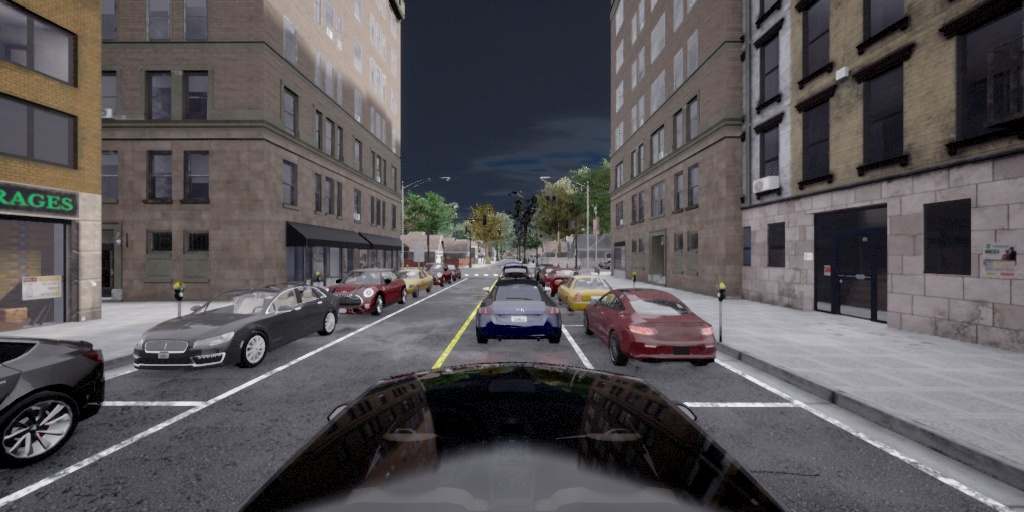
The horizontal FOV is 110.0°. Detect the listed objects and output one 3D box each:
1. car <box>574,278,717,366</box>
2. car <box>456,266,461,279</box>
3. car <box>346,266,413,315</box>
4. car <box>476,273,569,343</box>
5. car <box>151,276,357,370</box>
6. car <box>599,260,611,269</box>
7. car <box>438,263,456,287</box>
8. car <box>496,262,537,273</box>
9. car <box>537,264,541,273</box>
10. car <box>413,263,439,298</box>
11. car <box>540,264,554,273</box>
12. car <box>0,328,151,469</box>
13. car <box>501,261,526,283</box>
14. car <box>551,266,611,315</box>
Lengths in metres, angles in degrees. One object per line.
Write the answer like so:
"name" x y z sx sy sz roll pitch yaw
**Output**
"car" 2.661 1.332 7.676 1.802 1.307 4.207 0 0 0
"car" -5.247 1.342 29.790 1.802 1.307 4.207 0 0 0
"car" -5.334 1.192 13.233 1.967 1.591 4.097 0 0 0
"car" 0.140 1.315 9.651 1.994 1.385 4.181 0 0 0
"car" -5.364 1.300 7.715 2.007 1.370 4.403 0 0 0
"car" 14.987 1.166 49.404 4.902 1.511 2.128 0 0 0
"car" -5.276 1.197 24.271 1.967 1.591 4.097 0 0 0
"car" 0.186 1.260 19.636 1.837 1.490 4.892 0 0 0
"car" 2.749 1.339 24.230 1.802 1.307 4.207 0 0 0
"car" -5.306 1.280 18.582 1.751 1.417 4.829 0 0 0
"car" 2.720 1.299 18.712 1.888 1.381 4.507 0 0 0
"car" -5.393 1.316 2.197 1.948 1.339 4.313 0 0 0
"car" 0.130 1.238 29.317 1.882 1.535 5.008 0 0 0
"car" 2.691 1.277 13.364 1.751 1.417 4.829 0 0 0
